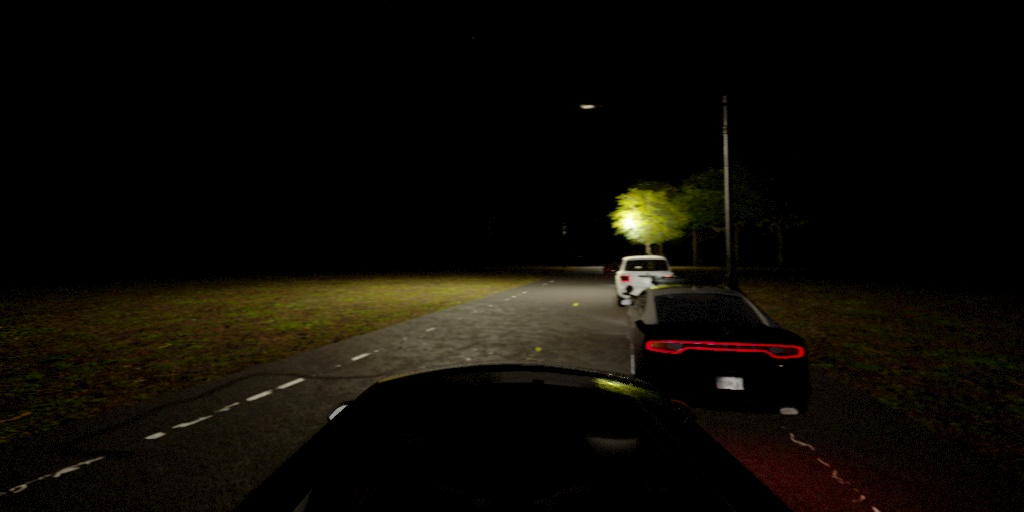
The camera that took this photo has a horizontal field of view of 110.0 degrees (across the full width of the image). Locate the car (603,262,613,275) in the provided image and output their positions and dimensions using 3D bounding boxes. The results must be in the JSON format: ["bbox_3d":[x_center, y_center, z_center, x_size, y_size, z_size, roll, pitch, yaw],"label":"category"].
[{"bbox_3d":[12.175,1.520,43.645,1.812,1.442,4.674,-1,-1,15],"label":"car"}]

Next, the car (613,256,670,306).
[{"bbox_3d":[5.744,1.020,15.888,2.150,2.045,5.566,-1,-1,16],"label":"car"}]

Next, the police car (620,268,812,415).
[{"bbox_3d":[3.031,1.165,6.318,1.930,1.638,5.238,-1,-1,16],"label":"police car"}]
